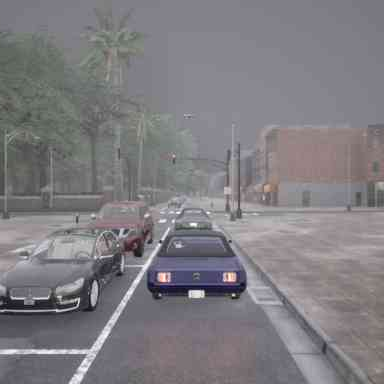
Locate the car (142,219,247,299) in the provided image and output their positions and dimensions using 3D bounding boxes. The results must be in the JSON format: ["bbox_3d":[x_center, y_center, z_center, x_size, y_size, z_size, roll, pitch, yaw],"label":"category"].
[{"bbox_3d":[0.086,1.601,8.372,1.895,1.301,4.718,0,0,0],"label":"car"}]

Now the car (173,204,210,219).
[{"bbox_3d":[0.065,1.573,18.415,1.994,1.385,4.181,0,0,0],"label":"car"}]

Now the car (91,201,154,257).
[{"bbox_3d":[-2.660,1.318,13.052,2.192,1.841,5.009,0,0,0],"label":"car"}]

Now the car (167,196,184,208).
[{"bbox_3d":[-2.724,1.542,51.201,1.967,1.590,4.097,0,0,0],"label":"car"}]

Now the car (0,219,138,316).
[{"bbox_3d":[-2.650,1.551,7.588,2.008,1.369,4.403,0,0,0],"label":"car"}]
